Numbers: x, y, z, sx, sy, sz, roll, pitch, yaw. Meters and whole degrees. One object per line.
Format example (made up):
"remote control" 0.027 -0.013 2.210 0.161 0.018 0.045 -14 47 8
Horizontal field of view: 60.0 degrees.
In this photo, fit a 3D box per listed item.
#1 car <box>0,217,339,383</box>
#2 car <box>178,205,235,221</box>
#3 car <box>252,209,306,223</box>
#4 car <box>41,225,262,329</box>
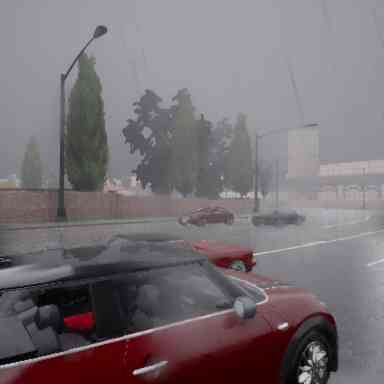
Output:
"car" -0.446 1.352 3.555 4.553 1.767 2.097 0 0 -36
"car" 1.143 1.682 23.383 4.674 1.442 1.812 2 -1 -45
"car" 6.139 1.854 23.421 1.895 1.301 4.718 0 -1 44
"car" -0.705 1.608 7.650 4.718 1.301 1.895 0 0 -37
